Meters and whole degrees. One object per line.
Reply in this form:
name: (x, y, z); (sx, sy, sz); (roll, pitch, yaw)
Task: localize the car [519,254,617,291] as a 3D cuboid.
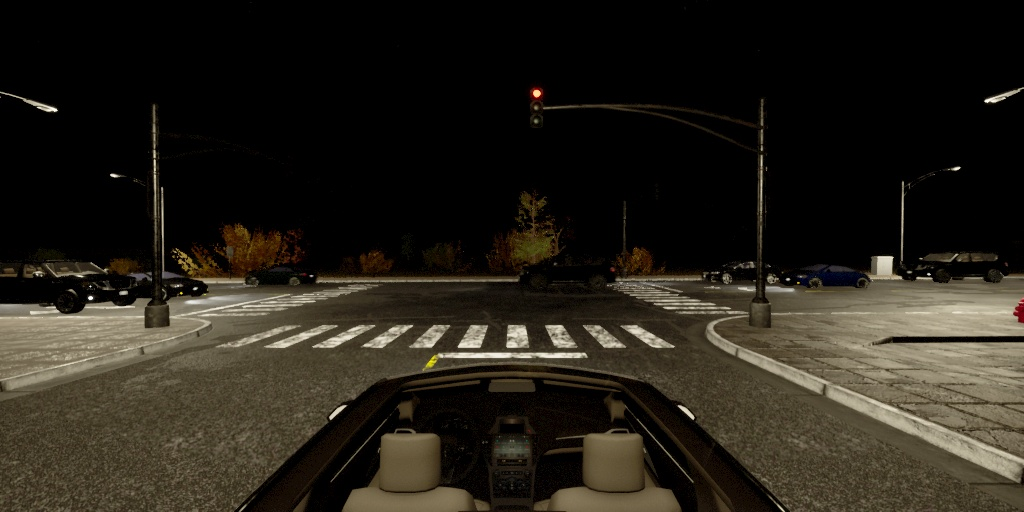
car: (3.212, 0.914, 20.879); (5.566, 2.045, 2.150); (0, 1, 1)

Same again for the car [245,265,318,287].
car: (-15.548, 1.339, 24.274); (4.181, 1.385, 1.994); (0, 1, 0)

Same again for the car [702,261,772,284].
car: (15.374, 1.068, 24.031); (4.902, 1.511, 2.128); (0, 1, 0)

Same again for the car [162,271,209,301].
car: (-17.520, 1.437, 17.589); (4.181, 1.385, 1.994); (0, 1, 0)

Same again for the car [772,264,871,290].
car: (18.001, 1.165, 20.762); (4.181, 1.385, 1.994); (0, 1, 0)

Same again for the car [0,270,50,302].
car: (-26.760, 1.482, 17.661); (5.357, 1.411, 2.033); (0, 1, 0)

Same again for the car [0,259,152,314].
car: (-18.275, 1.140, 14.339); (5.566, 2.045, 2.150); (0, 1, 0)

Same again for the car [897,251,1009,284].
car: (29.308, 0.716, 23.917); (5.566, 2.045, 2.150); (0, 1, 0)
